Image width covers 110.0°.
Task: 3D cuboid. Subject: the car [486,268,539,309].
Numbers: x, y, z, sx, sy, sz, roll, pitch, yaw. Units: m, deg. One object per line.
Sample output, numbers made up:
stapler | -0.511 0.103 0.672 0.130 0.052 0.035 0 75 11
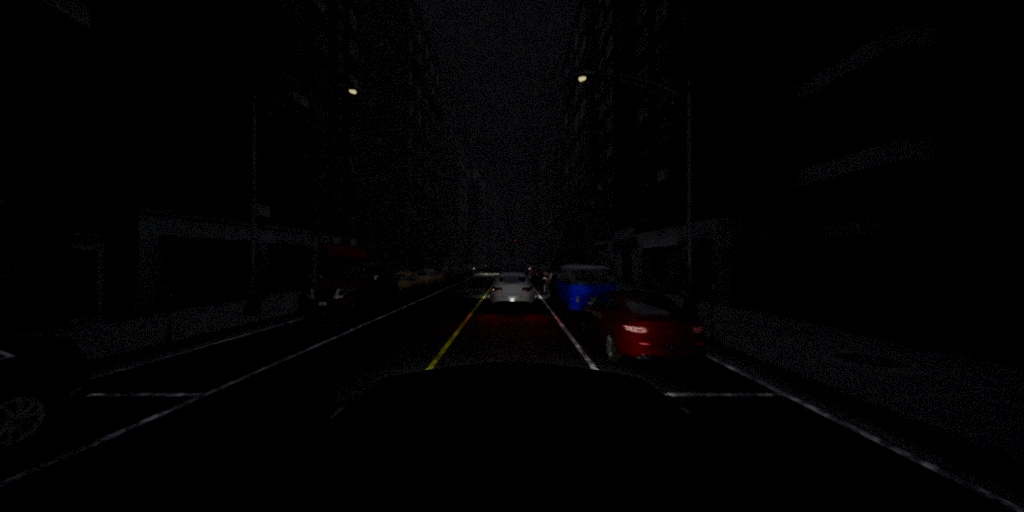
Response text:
car | 0.028 1.415 15.746 1.812 1.442 4.674 0 0 0

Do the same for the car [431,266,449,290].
car | -5.843 1.507 24.612 1.751 1.417 4.829 0 0 0

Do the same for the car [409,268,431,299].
car | -5.847 1.450 19.017 1.751 1.417 4.829 0 0 0

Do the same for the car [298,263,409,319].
car | -5.850 1.183 13.591 2.192 1.841 5.009 0 0 0

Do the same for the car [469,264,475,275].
car | -5.830 1.762 47.164 2.007 1.370 4.403 0 0 0

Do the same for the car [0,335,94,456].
car | -5.857 1.308 2.400 2.007 1.370 4.403 0 0 0

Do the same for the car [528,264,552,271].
car | 2.686 1.478 30.382 1.967 1.591 4.097 0 0 0

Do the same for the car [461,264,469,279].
car | -5.837 1.641 35.973 1.888 1.381 4.507 0 0 0

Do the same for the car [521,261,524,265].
car | 2.699 1.820 52.758 2.007 1.370 4.403 0 0 0

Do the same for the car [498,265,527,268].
car | 0.030 1.636 30.104 1.895 1.301 4.718 0 -1 0

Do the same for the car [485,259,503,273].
car | -2.977 1.523 55.347 2.150 2.045 5.566 0 -1 0

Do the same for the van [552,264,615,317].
van | 2.675 1.209 13.600 1.690 1.789 3.998 0 0 0

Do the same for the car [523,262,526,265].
car | 2.696 1.793 47.164 1.802 1.307 4.207 0 0 0

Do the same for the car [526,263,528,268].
car | 2.689 1.535 35.976 1.967 1.591 4.097 0 0 0

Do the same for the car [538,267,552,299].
car | 2.679 1.475 19.195 2.007 1.370 4.403 0 0 0

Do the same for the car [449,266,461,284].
car | -5.840 1.584 30.377 1.888 1.381 4.507 0 0 0

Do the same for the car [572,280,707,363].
car | 2.672 1.395 8.007 1.802 1.307 4.207 0 0 0
